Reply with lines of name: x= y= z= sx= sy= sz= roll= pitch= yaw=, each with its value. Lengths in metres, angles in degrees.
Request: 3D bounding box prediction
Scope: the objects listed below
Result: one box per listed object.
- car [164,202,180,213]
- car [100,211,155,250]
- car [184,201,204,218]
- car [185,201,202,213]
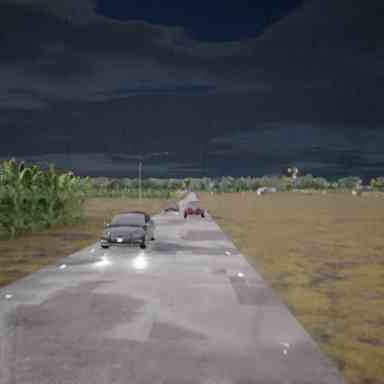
car: x=-2.707 y=2.122 z=45.580 sx=1.994 sy=1.385 sz=4.181 roll=0 pitch=-1 yaw=0
car: x=-2.804 y=1.687 z=15.417 sx=1.837 sy=1.490 sz=4.892 roll=0 pitch=-1 yaw=0
car: x=0.210 y=1.785 z=35.782 sx=2.097 sy=1.767 sz=4.553 roll=0 pitch=-1 yaw=0
car: x=0.223 y=2.054 z=45.949 sx=2.128 sy=1.511 sz=4.902 roll=0 pitch=-1 yaw=1
